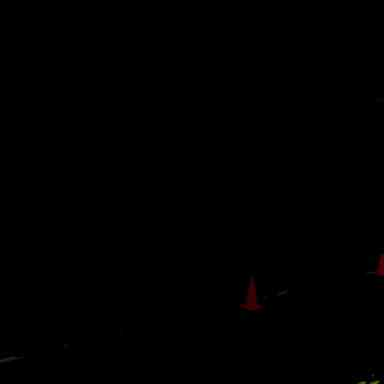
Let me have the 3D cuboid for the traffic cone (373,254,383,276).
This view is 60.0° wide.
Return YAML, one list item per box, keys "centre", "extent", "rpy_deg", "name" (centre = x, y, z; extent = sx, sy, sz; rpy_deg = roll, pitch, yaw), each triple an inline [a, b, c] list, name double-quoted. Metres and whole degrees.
- centre: [5.392, 2.046, 9.435]
  extent: [0.340, 0.580, 0.340]
  rpy_deg: [1, 0, -33]
  name: "traffic cone"

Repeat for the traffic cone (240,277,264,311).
- centre: [1.199, 1.996, 6.627]
  extent: [0.340, 0.580, 0.340]
  rpy_deg: [1, 0, -34]
  name: "traffic cone"
